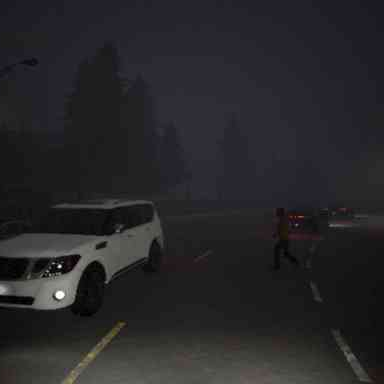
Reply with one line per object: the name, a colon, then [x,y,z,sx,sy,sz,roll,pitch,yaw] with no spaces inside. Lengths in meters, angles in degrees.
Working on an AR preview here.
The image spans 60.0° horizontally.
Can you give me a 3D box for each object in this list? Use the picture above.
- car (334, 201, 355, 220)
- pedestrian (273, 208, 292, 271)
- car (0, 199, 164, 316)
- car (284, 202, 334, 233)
car: [12.604,1.526,28.430,1.812,1.442,4.674,0,0,34]
pedestrian: [2.560,1.294,9.434,0.375,1.860,0.375,0,0,17]
car: [-2.401,1.221,8.018,2.150,2.045,5.566,0,0,14]
car: [6.855,1.505,19.734,1.837,1.490,4.892,0,0,32]
